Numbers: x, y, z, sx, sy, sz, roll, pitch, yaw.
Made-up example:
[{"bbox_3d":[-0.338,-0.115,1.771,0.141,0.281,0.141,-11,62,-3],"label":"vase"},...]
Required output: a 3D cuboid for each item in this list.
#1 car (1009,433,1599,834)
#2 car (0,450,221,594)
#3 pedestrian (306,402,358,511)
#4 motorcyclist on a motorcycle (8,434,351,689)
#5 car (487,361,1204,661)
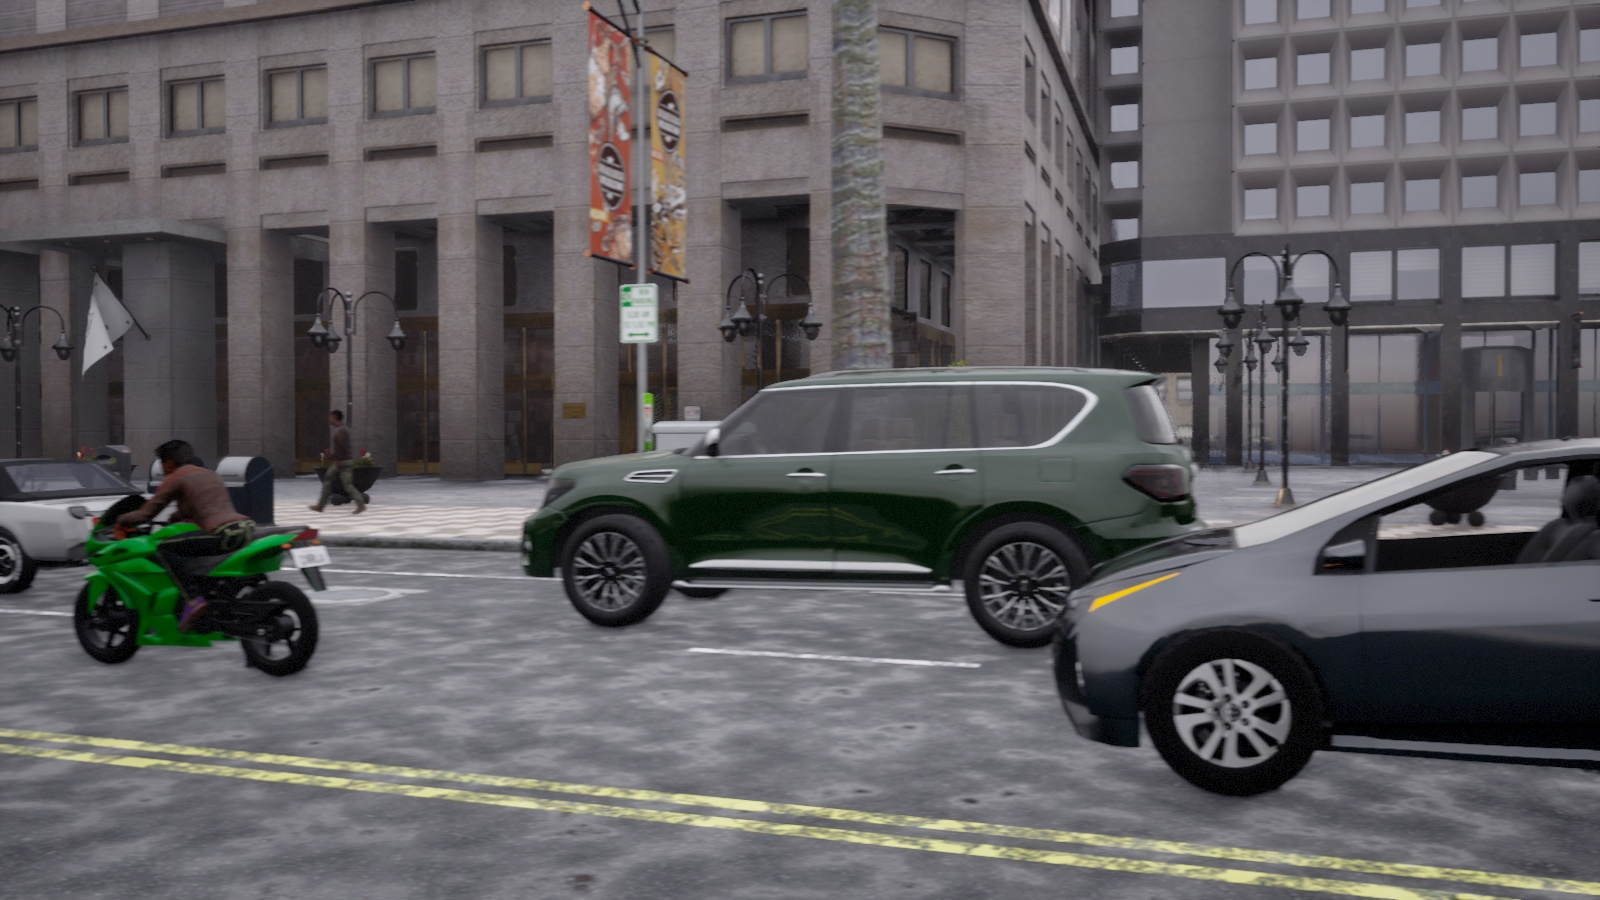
[{"bbox_3d":[3.382,0.694,5.747,4.514,1.525,2.007,1,1,19],"label":"car"},{"bbox_3d":[-8.843,0.677,13.542,4.718,1.301,1.895,1,1,19],"label":"car"},{"bbox_3d":[-7.999,0.109,21.482,0.703,1.840,0.431,0,1,5],"label":"pedestrian"},{"bbox_3d":[-4.070,0.661,8.254,2.044,1.523,0.797,1,1,19],"label":"motorcyclist on a motorcycle"},{"bbox_3d":[0.419,0.380,10.438,5.566,2.045,2.150,1,1,18],"label":"car"}]
